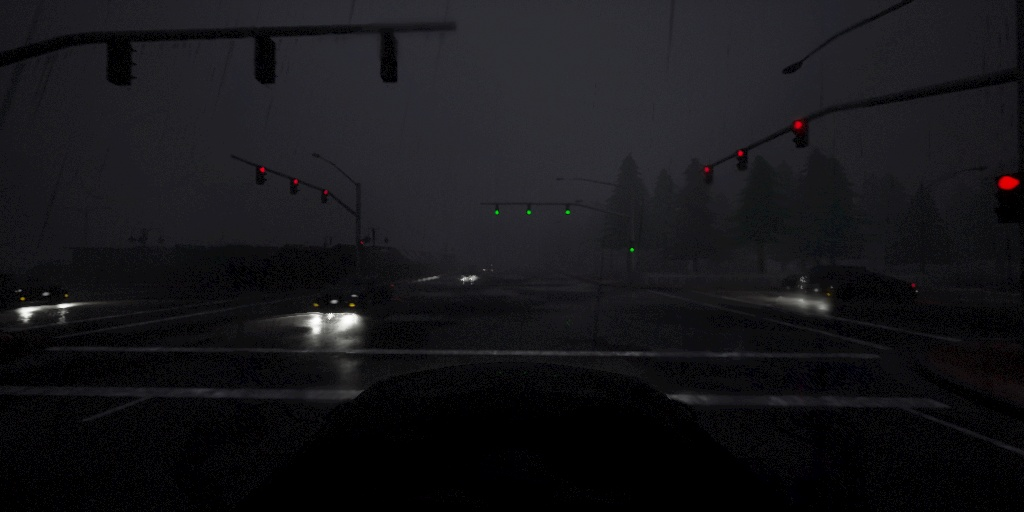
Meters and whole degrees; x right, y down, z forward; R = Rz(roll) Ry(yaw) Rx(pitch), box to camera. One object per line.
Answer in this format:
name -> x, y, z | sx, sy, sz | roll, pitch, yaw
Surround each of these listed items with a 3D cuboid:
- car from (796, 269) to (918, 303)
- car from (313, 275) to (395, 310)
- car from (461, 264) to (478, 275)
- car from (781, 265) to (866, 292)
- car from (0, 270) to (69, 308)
car -> 17.068, 1.511, 17.682 | 4.181, 1.385, 1.994 | 0, -1, 3
car -> -6.684, 1.548, 15.635 | 1.994, 1.385, 4.181 | 0, 0, 3
car -> -5.690, 1.879, 48.614 | 2.128, 1.511, 4.902 | 0, 0, 1
car -> 18.591, 1.341, 21.112 | 4.553, 1.767, 2.097 | 0, -1, 3
car -> -22.600, 1.491, 15.964 | 4.181, 1.385, 1.994 | 0, -1, 3
